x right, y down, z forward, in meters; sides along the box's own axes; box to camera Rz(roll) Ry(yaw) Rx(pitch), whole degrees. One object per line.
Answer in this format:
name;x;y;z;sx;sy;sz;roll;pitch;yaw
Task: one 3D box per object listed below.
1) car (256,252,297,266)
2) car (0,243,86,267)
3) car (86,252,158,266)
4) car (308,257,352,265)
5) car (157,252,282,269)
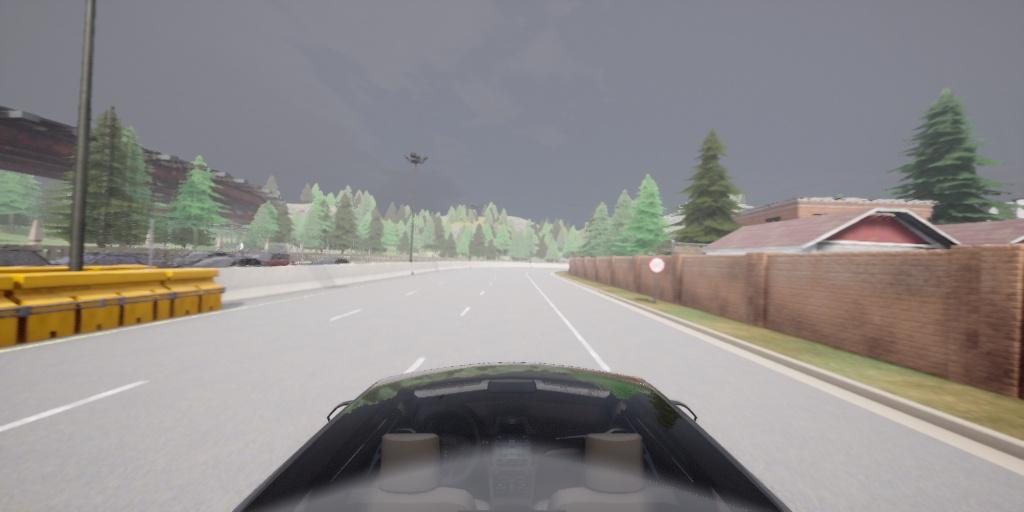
car;-17.425;0.499;25.396;2.097;1.767;4.553;3;-1;0
car;-14.007;0.508;8.510;2.097;1.767;4.553;3;-1;0
car;-17.490;0.600;15.167;2.033;1.411;5.357;3;-1;0
car;-13.919;0.834;27.506;1.837;1.490;4.892;3;-1;1
car;-13.978;0.743;17.628;1.837;1.490;4.892;3;-1;0
